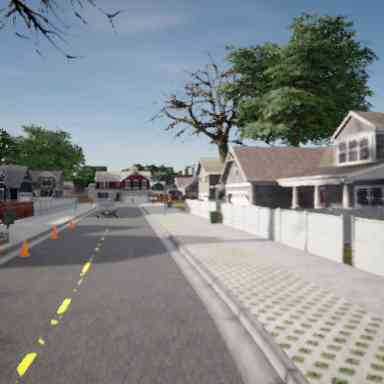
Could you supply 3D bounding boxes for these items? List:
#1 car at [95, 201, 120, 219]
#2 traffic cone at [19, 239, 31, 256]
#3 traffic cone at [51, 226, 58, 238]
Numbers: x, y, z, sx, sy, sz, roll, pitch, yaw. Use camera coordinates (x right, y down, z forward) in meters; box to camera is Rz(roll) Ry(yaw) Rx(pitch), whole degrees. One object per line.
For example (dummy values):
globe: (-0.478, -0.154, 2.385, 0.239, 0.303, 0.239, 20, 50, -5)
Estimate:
car: (-7.849, 1.602, 30.814, 1.837, 1.490, 4.892, 0, 0, -14)
traffic cone: (-6.109, 2.027, 12.157, 0.340, 0.580, 0.340, -1, 0, -11)
traffic cone: (-7.042, 2.040, 17.069, 0.340, 0.580, 0.340, -1, 0, -11)
